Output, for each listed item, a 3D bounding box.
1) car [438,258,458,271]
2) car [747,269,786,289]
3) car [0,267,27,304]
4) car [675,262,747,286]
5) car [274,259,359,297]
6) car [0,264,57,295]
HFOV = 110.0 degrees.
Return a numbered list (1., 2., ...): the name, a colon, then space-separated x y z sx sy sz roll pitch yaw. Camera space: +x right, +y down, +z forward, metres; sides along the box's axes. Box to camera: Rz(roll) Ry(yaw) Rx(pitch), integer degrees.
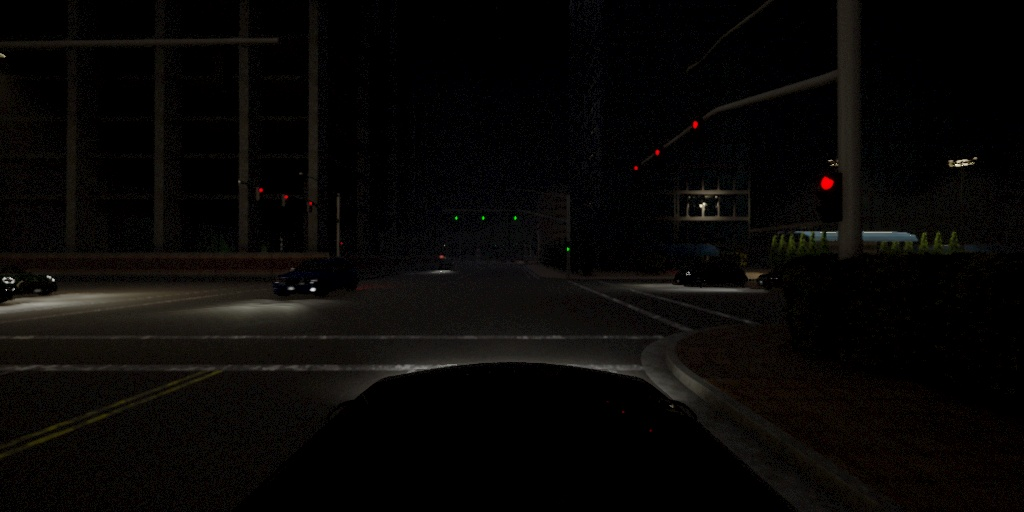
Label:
1. car: -10.451 1.601 57.020 2.128 1.511 4.902 0 1 0
2. car: 18.007 1.354 22.376 4.902 1.511 2.128 0 0 0
3. car: -23.756 1.323 14.781 4.892 1.490 1.837 1 0 2
4. car: 14.231 1.235 25.853 4.553 1.767 2.097 0 0 0
5. car: -10.483 1.183 19.779 2.150 2.045 5.566 0 0 0
6. car: -26.395 1.194 18.287 4.553 1.767 2.097 0 0 1
